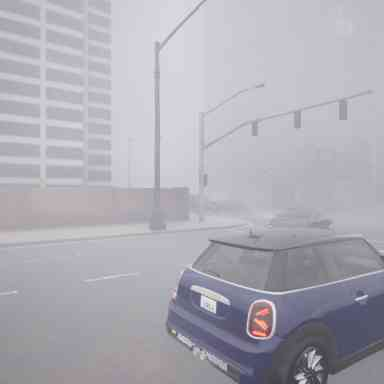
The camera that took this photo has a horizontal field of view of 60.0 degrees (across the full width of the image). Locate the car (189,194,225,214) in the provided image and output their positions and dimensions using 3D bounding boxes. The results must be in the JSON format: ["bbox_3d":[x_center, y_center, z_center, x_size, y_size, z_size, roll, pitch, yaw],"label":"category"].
[{"bbox_3d":[0.538,1.220,34.850,2.150,2.045,5.566,0,0,-36],"label":"car"}]

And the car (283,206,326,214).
[{"bbox_3d":[5.521,1.506,16.565,1.837,1.490,4.892,4,3,42],"label":"car"}]

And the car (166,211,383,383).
[{"bbox_3d":[1.937,1.352,5.170,4.553,1.767,2.097,0,0,-35],"label":"car"}]

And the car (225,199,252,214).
[{"bbox_3d":[4.267,1.491,35.661,2.128,1.511,4.902,0,0,-36],"label":"car"}]
